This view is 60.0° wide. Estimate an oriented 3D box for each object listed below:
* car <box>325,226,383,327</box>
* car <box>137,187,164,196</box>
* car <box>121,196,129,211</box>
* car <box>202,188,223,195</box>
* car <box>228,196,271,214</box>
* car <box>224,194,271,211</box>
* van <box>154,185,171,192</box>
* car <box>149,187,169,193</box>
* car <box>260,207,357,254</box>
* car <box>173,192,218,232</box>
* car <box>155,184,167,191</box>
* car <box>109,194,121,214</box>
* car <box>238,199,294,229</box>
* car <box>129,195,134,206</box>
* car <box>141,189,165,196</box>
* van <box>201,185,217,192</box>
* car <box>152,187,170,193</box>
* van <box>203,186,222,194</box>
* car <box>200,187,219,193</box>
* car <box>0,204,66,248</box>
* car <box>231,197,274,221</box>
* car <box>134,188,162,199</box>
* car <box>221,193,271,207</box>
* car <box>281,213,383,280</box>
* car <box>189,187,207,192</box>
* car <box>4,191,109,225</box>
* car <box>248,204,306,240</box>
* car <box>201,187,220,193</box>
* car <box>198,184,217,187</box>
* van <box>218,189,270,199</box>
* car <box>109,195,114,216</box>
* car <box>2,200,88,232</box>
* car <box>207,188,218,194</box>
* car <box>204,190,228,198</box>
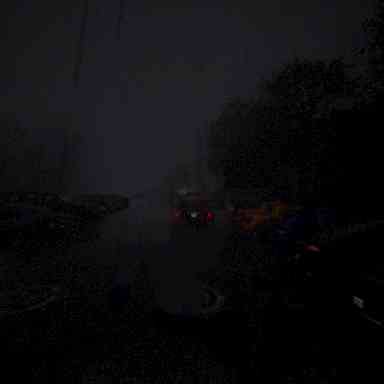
[{"bbox_3d":[5.034,1.460,5.230,4.892,1.521,2.231,0,1,0],"label":"car"},{"bbox_3d":[-8.330,0.394,62.843,5.008,1.535,2.097,0,2,0],"label":"car"},{"bbox_3d":[-8.012,1.029,27.471,4.792,1.488,2.163,0,2,0],"label":"car"},{"bbox_3d":[4.704,-0.128,76.687,4.792,1.488,2.163,0,2,0],"label":"car"},{"bbox_3d":[5.067,1.200,21.971,4.792,1.488,2.163,0,2,0],"label":"car"},{"bbox_3d":[5.041,1.124,24.882,4.674,1.452,2.002,0,2,0],"label":"car"},{"bbox_3d":[-8.245,-0.965,93.342,4.442,1.987,1.878,0,2,0],"label":"van"},{"bbox_3d":[-8.361,-0.470,85.024,4.892,1.521,2.231,0,2,0],"label":"car"},{"bbox_3d":[5.034,1.401,10.938,5.008,1.535,2.097,0,1,0],"label":"car"},{"bbox_3d":[0.099,1.131,18.660,2.097,1.767,4.553,0,2,0],"label":"car"},{"bbox_3d":[-8.309,0.033,65.607,5.566,2.045,2.435,0,2,0],"label":"car"},{"bbox_3d":[-8.010,0.964,24.682,4.553,1.767,2.185,0,2,0],"label":"car"},{"bbox_3d":[5.224,1.306,16.384,5.366,1.575,1.946,0,1,0],"label":"car"},{"bbox_3d":[-8.071,0.939,30.253,4.792,1.488,2.163,0,2,0],"label":"car"},{"bbox_3d":[-8.336,0.063,71.165,4.892,1.521,2.231,0,2,0],"label":"car"},{"bbox_3d":[4.834,-0.963,93.281,4.442,1.987,1.878,0,2,0],"label":"van"},{"bbox_3d":[-8.330,-0.623,90.575,4.792,1.488,2.163,0,2,0],"label":"car"},{"bbox_3d":[4.847,-0.496,79.569,4.442,1.987,1.878,0,2,0],"label":"van"},{"bbox_3d":[4.725,-0.651,90.520,5.008,1.535,2.097,0,2,0],"label":"car"},{"bbox_3d":[-8.070,1.393,13.548,4.792,1.488,2.163,0,1,0],"label":"car"},{"bbox_3d":[5.224,1.241,19.179,5.366,1.575,1.946,0,1,0],"label":"car"},{"bbox_3d":[-8.362,0.535,60.070,4.792,1.488,2.163,0,2,0],"label":"car"},{"bbox_3d":[5.041,1.033,27.665,4.674,1.452,2.002,0,2,0],"label":"car"},{"bbox_3d":[5.034,1.434,8.148,5.008,1.535,2.097,0,1,0],"label":"car"},{"bbox_3d":[0.143,0.709,32.737,2.097,1.767,4.553,0,2,2],"label":"car"},{"bbox_3d":[-8.013,0.994,19.108,5.566,2.045,2.435,0,1,0],"label":"car"},{"bbox_3d":[5.010,1.390,13.729,4.792,1.488,2.163,0,1,0],"label":"car"},{"bbox_3d":[4.754,-0.440,84.986,4.792,1.488,2.163,0,2,0],"label":"car"},{"bbox_3d":[4.764,-0.298,73.909,5.566,2.045,2.435,0,2,0],"label":"car"},{"bbox_3d":[4.911,0.683,30.329,4.442,1.987,1.878,-1,2,0],"label":"van"},{"bbox_3d":[-8.047,1.172,21.907,5.008,1.535,2.097,0,1,0],"label":"car"},{"bbox_3d":[-8.047,1.311,16.326,4.892,1.521,2.231,0,1,0],"label":"car"},{"bbox_3d":[4.745,0.611,57.435,5.008,1.535,2.097,0,2,0],"label":"car"},{"bbox_3d":[4.740,0.325,65.618,4.674,1.452,2.002,0,2,0],"label":"car"}]
